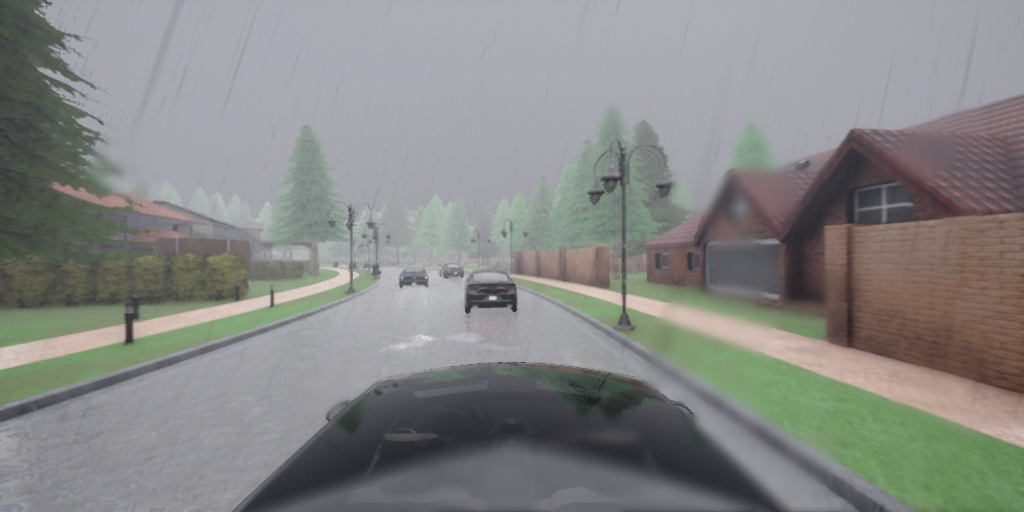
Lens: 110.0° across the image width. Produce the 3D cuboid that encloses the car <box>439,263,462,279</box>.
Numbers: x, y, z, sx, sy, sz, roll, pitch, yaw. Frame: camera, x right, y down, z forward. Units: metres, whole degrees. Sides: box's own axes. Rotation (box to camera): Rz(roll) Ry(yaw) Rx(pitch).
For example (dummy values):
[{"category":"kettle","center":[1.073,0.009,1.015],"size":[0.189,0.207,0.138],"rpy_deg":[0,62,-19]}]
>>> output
[{"category":"car","center":[-5.782,1.377,34.328],"size":[1.812,1.442,4.674],"rpy_deg":[0,0,-19]}]

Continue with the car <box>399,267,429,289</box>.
[{"category":"car","center":[-6.600,1.433,24.348],"size":[1.895,1.301,4.718],"rpy_deg":[0,0,-15]}]

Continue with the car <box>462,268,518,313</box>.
[{"category":"car","center":[-0.966,1.261,14.436],"size":[1.882,1.535,5.008],"rpy_deg":[0,0,-8]}]
